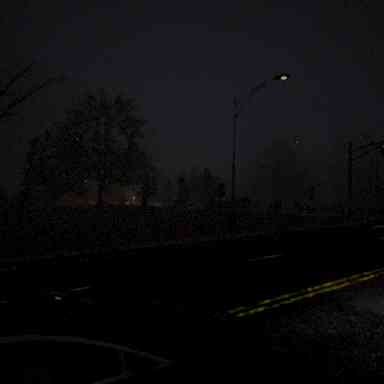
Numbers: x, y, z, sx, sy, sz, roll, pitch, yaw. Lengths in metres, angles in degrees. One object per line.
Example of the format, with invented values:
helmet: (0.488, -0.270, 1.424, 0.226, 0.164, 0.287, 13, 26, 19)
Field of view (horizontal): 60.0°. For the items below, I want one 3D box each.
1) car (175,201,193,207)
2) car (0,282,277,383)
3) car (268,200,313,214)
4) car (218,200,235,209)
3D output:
car: (-1.088, 1.720, 51.638, 1.812, 1.442, 4.674, 2, -1, -34)
car: (-1.436, 1.493, 2.414, 4.902, 1.511, 2.128, 0, 0, -36)
car: (10.478, 1.552, 35.459, 1.882, 1.535, 5.008, 2, -2, -36)
car: (4.677, 1.695, 43.411, 1.994, 1.385, 4.181, 2, -2, -37)
